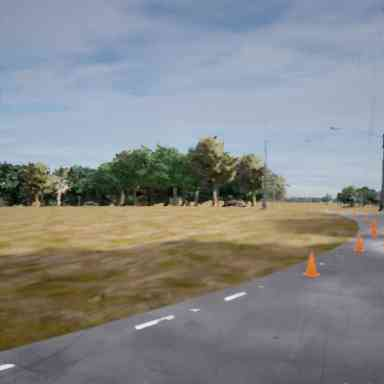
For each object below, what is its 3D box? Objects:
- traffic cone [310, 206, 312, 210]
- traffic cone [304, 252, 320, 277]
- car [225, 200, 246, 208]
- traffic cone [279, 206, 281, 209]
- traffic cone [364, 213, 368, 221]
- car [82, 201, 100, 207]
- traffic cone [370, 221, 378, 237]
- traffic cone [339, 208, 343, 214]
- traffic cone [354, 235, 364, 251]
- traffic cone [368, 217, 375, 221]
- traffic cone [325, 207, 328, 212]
[{"bbox_3d":[15.604,2.108,43.481,0.340,0.580,0.340,2,-1,-4],"label":"traffic cone"},{"bbox_3d":[3.220,1.924,8.942,0.340,0.580,0.340,0,0,44],"label":"traffic cone"},{"bbox_3d":[8.854,2.431,67.897,1.882,1.535,5.008,3,-3,-37],"label":"car"},{"bbox_3d":[13.927,2.355,52.752,0.340,0.580,0.340,2,-2,-16],"label":"traffic cone"},{"bbox_3d":[13.076,1.855,24.903,0.340,0.580,0.340,1,0,20],"label":"traffic cone"},{"bbox_3d":[-27.331,3.245,90.032,4.902,1.511,2.128,-1,-3,21],"label":"car"},{"bbox_3d":[8.984,1.875,16.405,0.340,0.580,0.340,1,1,32],"label":"traffic cone"},{"bbox_3d":[15.316,1.937,34.061,0.340,0.580,0.340,1,-1,8],"label":"traffic cone"},{"bbox_3d":[6.297,1.899,12.524,0.340,0.580,0.340,0,1,38],"label":"traffic cone"},{"bbox_3d":[11.253,1.853,20.547,0.340,0.580,0.340,1,1,26],"label":"traffic cone"},{"bbox_3d":[15.707,2.012,38.764,0.340,0.580,0.340,2,-1,2],"label":"traffic cone"}]
